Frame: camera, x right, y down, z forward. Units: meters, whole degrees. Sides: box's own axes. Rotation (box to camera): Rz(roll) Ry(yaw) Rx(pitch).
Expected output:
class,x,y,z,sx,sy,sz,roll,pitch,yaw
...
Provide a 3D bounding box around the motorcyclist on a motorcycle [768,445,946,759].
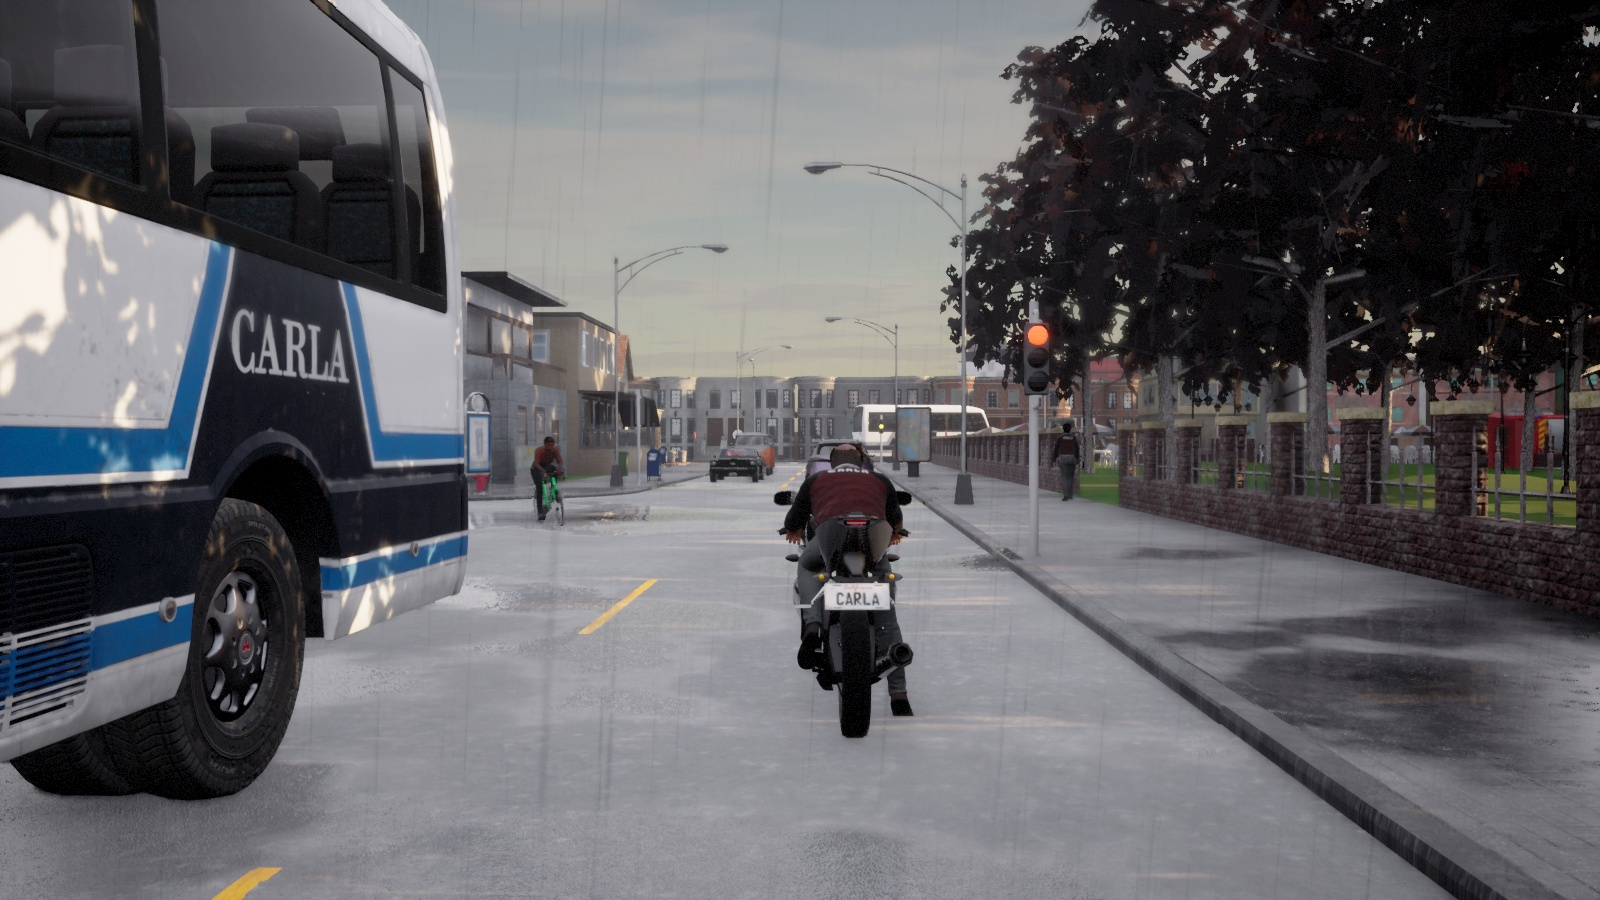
class,x,y,z,sx,sy,sz,roll,pitch,yaw
motorcyclist on a motorcycle,0.271,0.741,7.237,0.866,1.530,2.191,0,0,0

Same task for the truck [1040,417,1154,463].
class,x,y,z,sx,sy,sz,roll,pitch,yaw
truck,22.212,-0.750,94.248,7.936,3.462,2.891,0,0,2

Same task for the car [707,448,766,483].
class,x,y,z,sx,sy,sz,roll,pitch,yaw
car,-2.426,0.568,49.116,1.895,1.301,4.718,0,0,2

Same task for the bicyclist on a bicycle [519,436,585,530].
class,x,y,z,sx,sy,sz,roll,pitch,yaw
bicyclist on a bicycle,-4.501,0.567,22.746,0.582,1.620,1.656,-4,2,-30

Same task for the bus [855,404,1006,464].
class,x,y,z,sx,sy,sz,roll,pitch,yaw
bus,9.446,-1.140,91.628,10.273,4.253,3.944,0,0,-12

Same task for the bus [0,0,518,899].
class,x,y,z,sx,sy,sz,roll,pitch,yaw
bus,-3.933,-0.649,2.775,3.944,4.253,10.273,0,0,2

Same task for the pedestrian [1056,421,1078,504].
class,x,y,z,sx,sy,sz,roll,pitch,yaw
pedestrian,6.309,0.294,29.653,0.402,1.930,0.666,0,0,2

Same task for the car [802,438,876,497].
class,x,y,z,sx,sy,sz,roll,pitch,yaw
car,1.224,0.466,37.409,2.033,1.649,4.856,0,0,4

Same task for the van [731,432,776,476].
class,x,y,z,sx,sy,sz,roll,pitch,yaw
van,-2.134,0.169,58.141,1.775,1.987,4.442,0,0,2
